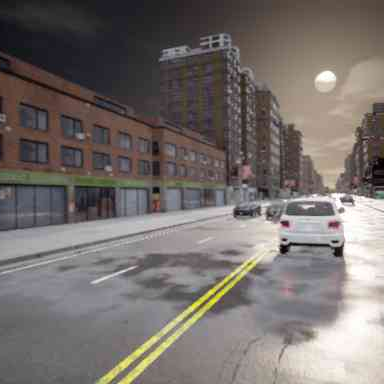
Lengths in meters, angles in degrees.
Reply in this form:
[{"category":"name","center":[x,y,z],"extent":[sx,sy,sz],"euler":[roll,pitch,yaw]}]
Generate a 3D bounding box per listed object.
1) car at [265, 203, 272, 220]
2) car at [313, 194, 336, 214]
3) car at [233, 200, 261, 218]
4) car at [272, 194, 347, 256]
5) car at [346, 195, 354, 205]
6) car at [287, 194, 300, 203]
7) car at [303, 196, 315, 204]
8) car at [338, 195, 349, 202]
[{"category":"car","center":[7.593,1.573,28.800],"extent":[1.837,1.490,4.892],"euler":[-1,0,23]},{"category":"car","center":[14.681,1.238,36.807],"extent":[2.150,2.045,5.566],"euler":[-1,0,23]},{"category":"car","center":[5.322,1.593,31.786],"extent":[1.882,1.535,5.008],"euler":[-1,0,23]},{"category":"car","center":[4.908,1.239,13.519],"extent":[2.150,2.045,5.566],"euler":[-1,0,23]},{"category":"car","center":[27.558,1.313,59.100],"extent":[2.097,1.767,4.553],"euler":[-1,0,23]},{"category":"car","center":[21.300,1.416,69.636],"extent":[2.097,1.767,4.553],"euler":[-1,0,23]},{"category":"car","center":[23.244,1.550,65.864],"extent":[1.837,1.490,4.892],"euler":[-1,0,23]},{"category":"car","center":[33.848,1.478,74.335],"extent":[2.128,1.511,4.902],"euler":[-1,0,23]}]
